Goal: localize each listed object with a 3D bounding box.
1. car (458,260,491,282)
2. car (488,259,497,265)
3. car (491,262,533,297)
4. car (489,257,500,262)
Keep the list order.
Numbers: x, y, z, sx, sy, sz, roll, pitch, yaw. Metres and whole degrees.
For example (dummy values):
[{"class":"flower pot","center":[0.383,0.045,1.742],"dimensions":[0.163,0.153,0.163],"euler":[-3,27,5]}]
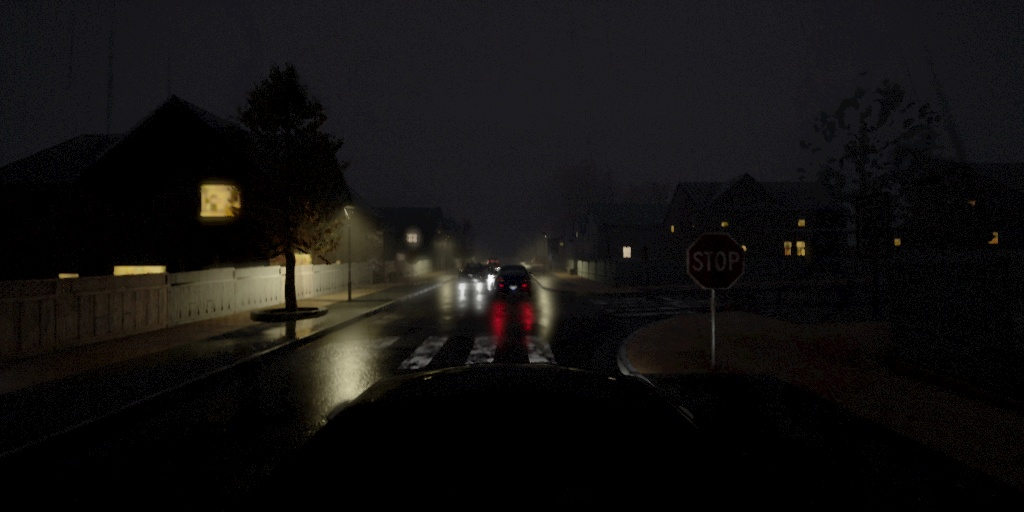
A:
[{"class":"car","center":[-2.908,1.238,27.518],"dimensions":[1.994,1.385,4.181],"euler":[0,0,0]},{"class":"car","center":[-2.930,1.244,37.944],"dimensions":[1.895,1.301,4.718],"euler":[0,0,0]},{"class":"car","center":[0.058,1.226,18.343],"dimensions":[1.812,1.442,4.674],"euler":[0,0,0]},{"class":"car","center":[-2.926,0.943,55.441],"dimensions":[2.097,1.767,4.553],"euler":[0,0,0]}]
